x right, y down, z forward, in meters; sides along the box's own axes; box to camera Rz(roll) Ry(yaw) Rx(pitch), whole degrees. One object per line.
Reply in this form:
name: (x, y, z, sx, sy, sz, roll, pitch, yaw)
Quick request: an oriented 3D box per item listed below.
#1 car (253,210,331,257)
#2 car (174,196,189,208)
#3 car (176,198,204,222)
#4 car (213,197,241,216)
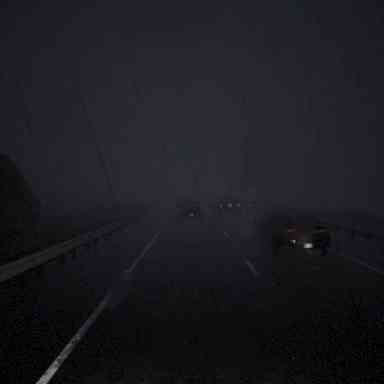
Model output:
car: (3.597, 1.436, 12.729, 2.128, 1.511, 4.902, 0, 0, 0)
car: (-1.090, 1.325, 41.450, 1.837, 1.490, 4.892, 0, 1, -5)
car: (-0.073, 1.415, 25.341, 1.812, 1.442, 4.674, 0, 0, -2)
car: (3.191, 1.217, 30.912, 2.097, 1.767, 4.553, 0, 0, -3)
